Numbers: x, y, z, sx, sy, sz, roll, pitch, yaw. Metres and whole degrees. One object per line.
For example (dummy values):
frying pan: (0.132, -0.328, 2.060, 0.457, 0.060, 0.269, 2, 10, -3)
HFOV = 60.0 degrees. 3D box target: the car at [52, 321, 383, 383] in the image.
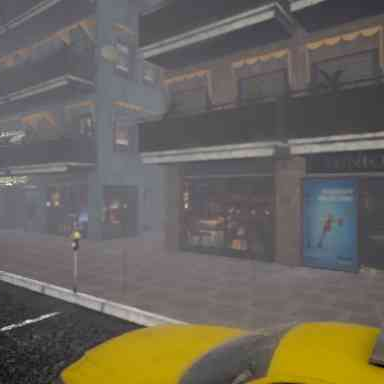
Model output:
car: (0.962, 1.526, 2.186, 4.829, 1.417, 1.752, 0, 0, 35)
